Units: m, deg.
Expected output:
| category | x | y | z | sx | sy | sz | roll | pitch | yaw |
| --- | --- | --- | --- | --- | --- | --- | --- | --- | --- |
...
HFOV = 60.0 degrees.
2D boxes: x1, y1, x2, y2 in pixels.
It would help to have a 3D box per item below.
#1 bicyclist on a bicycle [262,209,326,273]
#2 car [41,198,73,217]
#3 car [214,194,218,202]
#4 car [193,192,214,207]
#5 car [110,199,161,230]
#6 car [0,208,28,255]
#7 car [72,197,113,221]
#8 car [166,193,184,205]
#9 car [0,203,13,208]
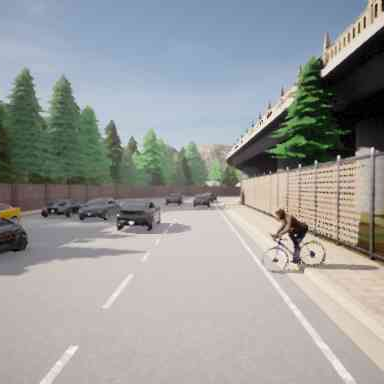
| category | x | y | z | sx | sy | sz | roll | pitch | yaw |
| --- | --- | --- | --- | --- | --- | --- | --- | --- | --- |
| bicyclist on a bicycle | 2.569 | 1.237 | 8.615 | 1.656 | 1.620 | 0.582 | -9 | 1 | 2 |
| car | -9.905 | 1.173 | 25.810 | 1.994 | 1.385 | 4.181 | 0 | 1 | 2 |
| car | 2.587 | 0.790 | 49.937 | 1.812 | 1.442 | 4.674 | 0 | 1 | 15 |
| car | 1.117 | 0.931 | 38.043 | 2.128 | 1.511 | 4.902 | 0 | 1 | 2 |
| car | -2.918 | 1.223 | 18.778 | 1.837 | 1.490 | 4.892 | 0 | 1 | 2 |
| car | -6.856 | 1.407 | 10.114 | 1.994 | 1.385 | 4.181 | 0 | 1 | 2 |
| car | -6.477 | 1.150 | 23.607 | 1.837 | 1.490 | 4.892 | 0 | 1 | 2 |
| car | -2.136 | 0.858 | 42.696 | 2.128 | 1.511 | 4.902 | 0 | 1 | 5 |
| car | -10.196 | 1.232 | 15.907 | 1.882 | 1.535 | 5.008 | 0 | 1 | 2 |
